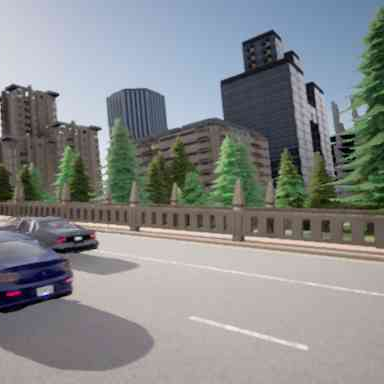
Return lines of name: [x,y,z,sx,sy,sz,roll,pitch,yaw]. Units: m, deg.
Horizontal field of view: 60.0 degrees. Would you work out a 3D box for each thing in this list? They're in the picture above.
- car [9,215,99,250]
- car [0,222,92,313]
car: [-5.769,1.575,12.343,5.357,1.411,2.033,0,0,35]
car: [-4.424,1.546,7.105,4.674,1.442,1.812,0,0,35]
